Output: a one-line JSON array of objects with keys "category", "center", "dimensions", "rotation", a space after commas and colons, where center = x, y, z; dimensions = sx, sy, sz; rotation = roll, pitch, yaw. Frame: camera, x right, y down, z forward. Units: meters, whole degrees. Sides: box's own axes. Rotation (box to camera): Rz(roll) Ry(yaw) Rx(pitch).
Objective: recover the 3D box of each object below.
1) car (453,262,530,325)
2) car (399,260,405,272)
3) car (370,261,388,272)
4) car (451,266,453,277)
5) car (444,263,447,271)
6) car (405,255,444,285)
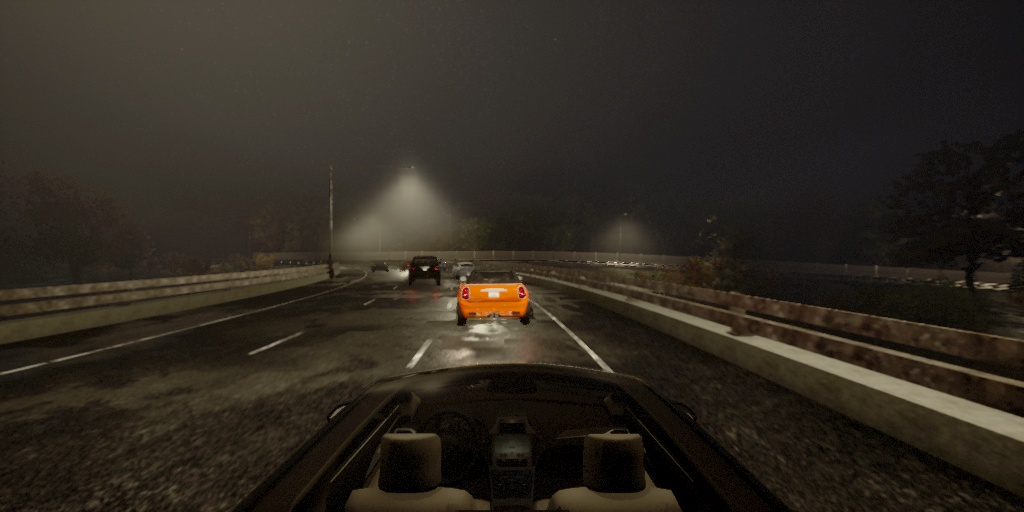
[{"category": "car", "center": [-0.683, 1.090, 12.054], "dimensions": [2.097, 1.767, 4.553], "rotation": [0, 0, -5]}, {"category": "car", "center": [-13.974, 1.237, 48.069], "dimensions": [1.882, 1.535, 5.008], "rotation": [0, 0, -25]}, {"category": "car", "center": [-17.709, 1.345, 47.701], "dimensions": [1.994, 1.385, 4.181], "rotation": [0, 0, -26]}, {"category": "car", "center": [-4.229, 1.254, 31.806], "dimensions": [1.812, 1.442, 4.674], "rotation": [0, 0, -16]}, {"category": "car", "center": [-10.342, 1.285, 48.724], "dimensions": [2.033, 1.411, 5.357], "rotation": [0, 0, -25]}, {"category": "car", "center": [-6.382, 0.971, 26.307], "dimensions": [2.150, 2.045, 5.566], "rotation": [0, 0, -13]}]
